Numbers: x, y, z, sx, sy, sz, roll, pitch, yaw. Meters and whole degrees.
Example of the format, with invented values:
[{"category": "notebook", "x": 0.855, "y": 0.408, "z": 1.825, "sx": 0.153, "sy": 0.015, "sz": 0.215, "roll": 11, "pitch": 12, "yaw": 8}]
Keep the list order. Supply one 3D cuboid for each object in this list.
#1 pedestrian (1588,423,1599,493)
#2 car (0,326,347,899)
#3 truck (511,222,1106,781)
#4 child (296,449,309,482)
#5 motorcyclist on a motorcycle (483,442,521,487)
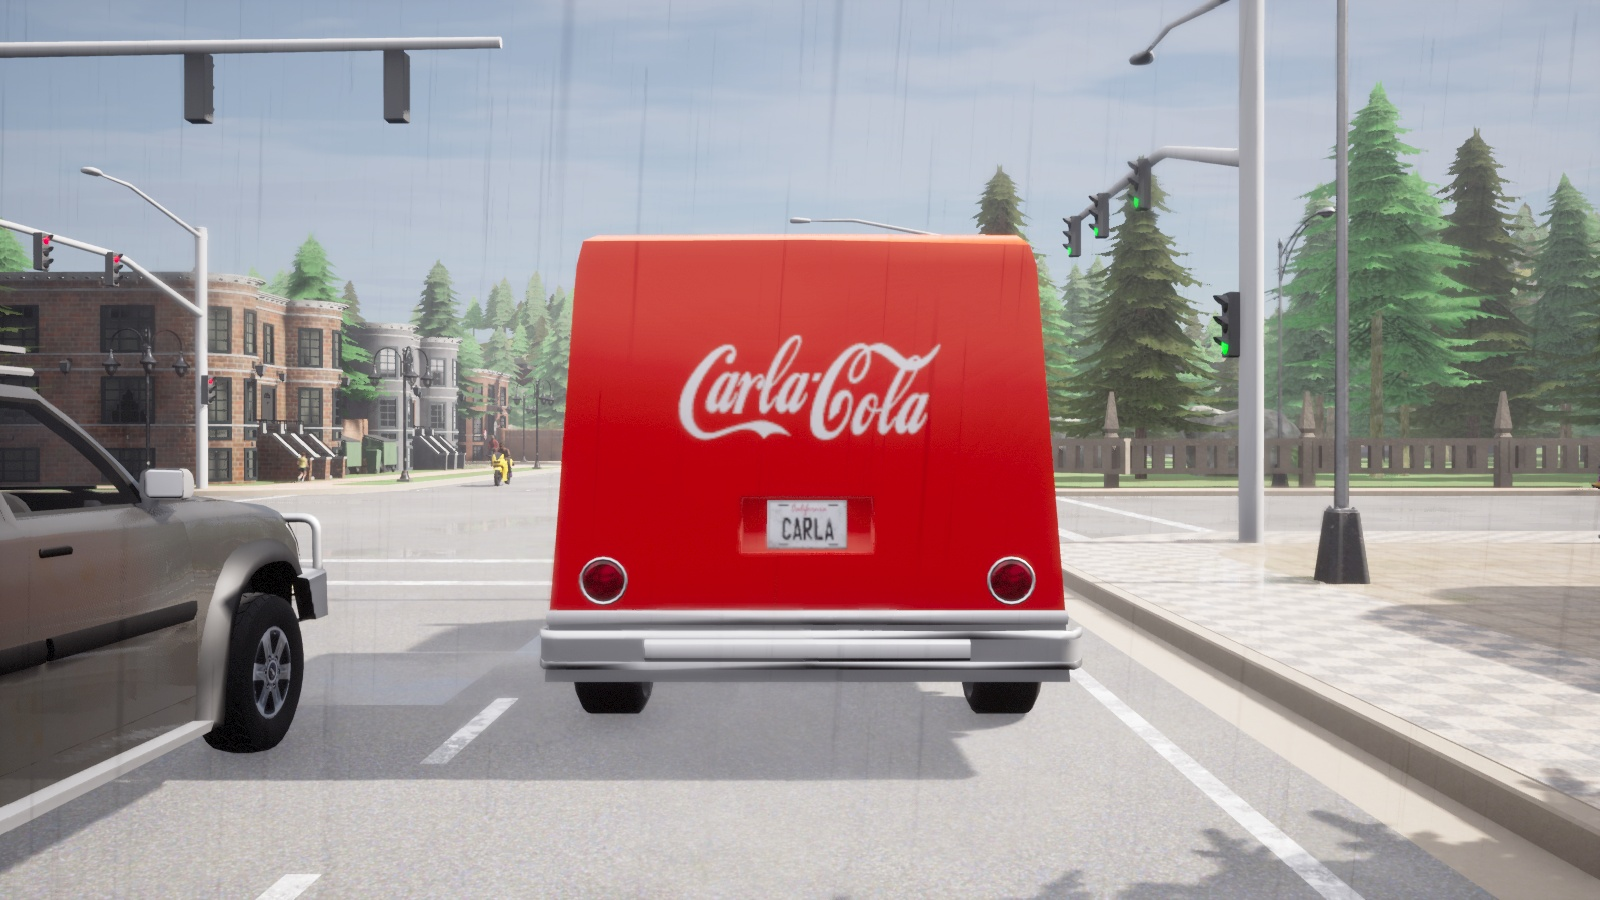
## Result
[{"category": "pedestrian", "x": 22.758, "y": 0.225, "z": 35.226, "sx": 0.873, "sy": 1.952, "sz": 0.659, "roll": 0, "pitch": 0, "yaw": -1}, {"category": "car", "x": -3.469, "y": 0.534, "z": 4.594, "sx": 1.932, "sy": 1.855, "sz": 4.605, "roll": 0, "pitch": 0, "yaw": 0}, {"category": "truck", "x": 0.046, "y": 0.214, "z": 8.158, "sx": 2.627, "sy": 2.467, "sz": 5.204, "roll": 0, "pitch": 0, "yaw": 0}, {"category": "child", "x": -16.851, "y": 0.523, "z": 42.523, "sx": 0.255, "sy": 1.110, "sz": 0.394, "roll": 0, "pitch": 0, "yaw": 7}, {"category": "motorcyclist on a motorcycle", "x": -10.318, "y": 0.475, "z": 43.537, "sx": 0.797, "sy": 1.523, "sz": 2.044, "roll": 0, "pitch": 0, "yaw": 0}]
